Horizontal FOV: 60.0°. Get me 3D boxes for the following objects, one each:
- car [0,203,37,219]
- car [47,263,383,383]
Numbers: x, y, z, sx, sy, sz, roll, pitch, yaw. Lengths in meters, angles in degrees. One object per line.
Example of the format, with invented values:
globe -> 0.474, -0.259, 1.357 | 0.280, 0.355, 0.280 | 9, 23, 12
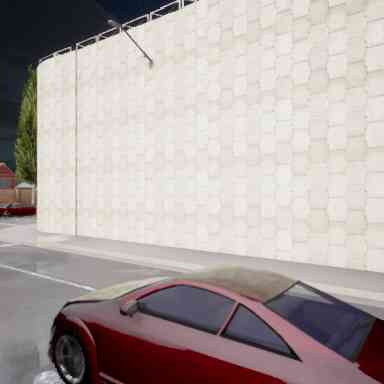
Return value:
car -> -15.205, 1.601, 29.201 | 1.895, 1.301, 4.718 | 0, 0, 36
car -> 0.199, 1.564, 3.835 | 4.181, 1.385, 1.994 | 0, 0, 37
